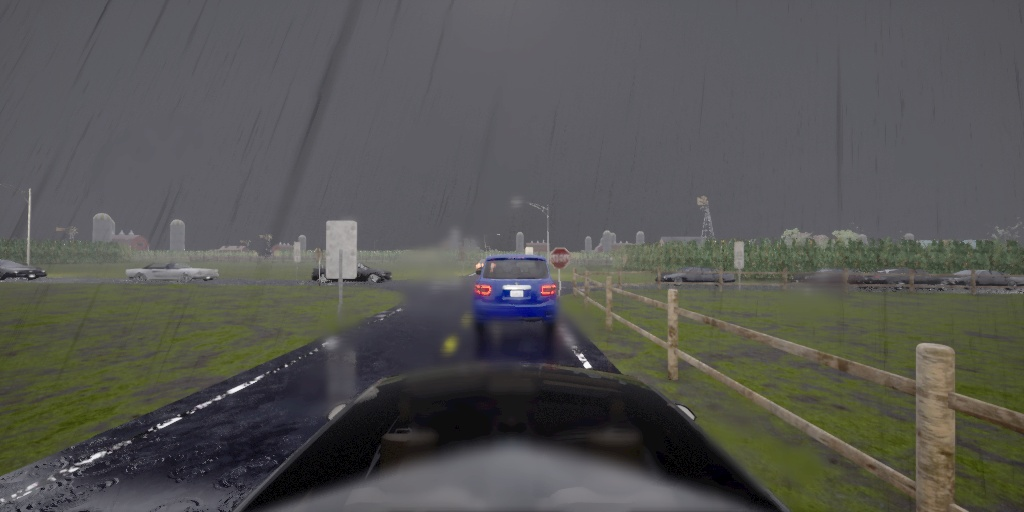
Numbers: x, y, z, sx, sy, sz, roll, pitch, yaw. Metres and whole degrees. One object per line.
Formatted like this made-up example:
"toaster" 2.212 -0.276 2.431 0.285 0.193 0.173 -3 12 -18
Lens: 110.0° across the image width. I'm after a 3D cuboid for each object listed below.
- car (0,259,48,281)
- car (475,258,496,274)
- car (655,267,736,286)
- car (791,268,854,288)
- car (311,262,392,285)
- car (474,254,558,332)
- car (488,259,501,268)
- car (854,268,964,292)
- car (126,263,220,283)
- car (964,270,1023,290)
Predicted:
"car" -34.495 0.922 23.817 5.357 1.411 2.033 1 -1 1
"car" -2.913 1.090 40.695 2.097 1.767 4.553 0 0 0
"car" 13.577 1.489 26.655 5.357 1.411 2.033 1 -1 -1
"car" 23.987 1.612 26.656 5.357 1.411 2.033 1 -1 0
"car" -10.707 1.107 24.119 5.008 1.535 1.882 1 -1 -5
"car" 0.060 0.973 11.048 2.150 2.045 5.566 0 0 -1
"car" -2.935 1.264 61.846 2.033 1.411 5.357 0 0 0
"car" 26.140 1.554 23.702 4.892 1.490 1.837 1 -1 0
"car" -22.359 1.101 23.791 4.718 1.301 1.895 1 -1 0
"car" 34.563 1.740 26.631 5.357 1.411 2.033 1 -1 0
